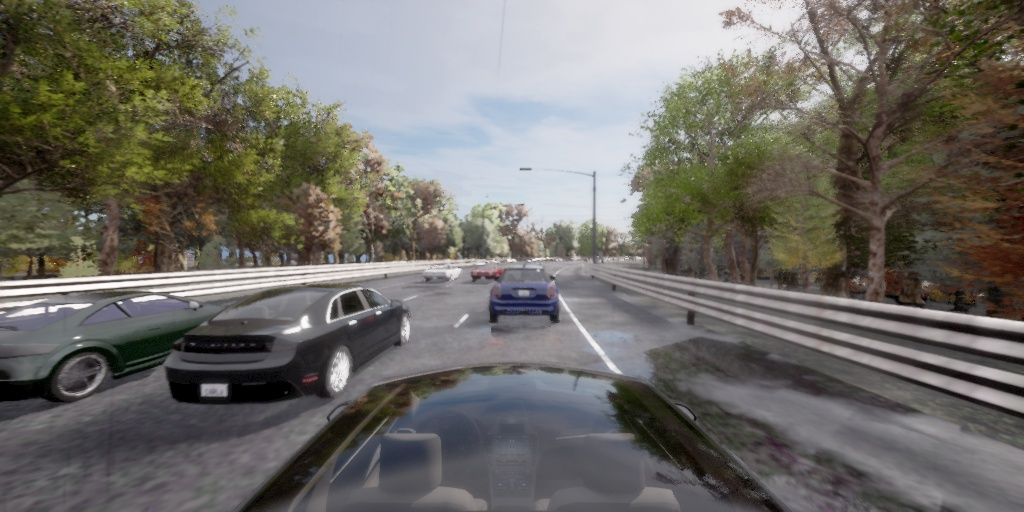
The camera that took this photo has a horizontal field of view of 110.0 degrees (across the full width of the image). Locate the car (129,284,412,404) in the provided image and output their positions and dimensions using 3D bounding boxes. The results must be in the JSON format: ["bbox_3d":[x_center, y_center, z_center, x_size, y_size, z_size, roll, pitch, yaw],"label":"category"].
[{"bbox_3d":[-3.285,1.245,6.448,1.837,1.490,4.892,0,0,1],"label":"car"}]

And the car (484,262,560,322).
[{"bbox_3d":[0.446,1.088,12.364,2.097,1.767,4.553,0,0,3],"label":"car"}]

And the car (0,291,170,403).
[{"bbox_3d":[-6.784,1.299,6.332,1.994,1.385,4.181,0,0,1],"label":"car"}]

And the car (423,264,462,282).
[{"bbox_3d":[-5.340,1.295,28.241,1.895,1.301,4.718,0,0,6],"label":"car"}]

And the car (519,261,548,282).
[{"bbox_3d":[1.847,1.211,29.440,2.128,1.511,4.902,0,0,7],"label":"car"}]

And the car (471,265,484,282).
[{"bbox_3d":[-1.831,1.308,28.184,1.895,1.301,4.718,0,0,6],"label":"car"}]
